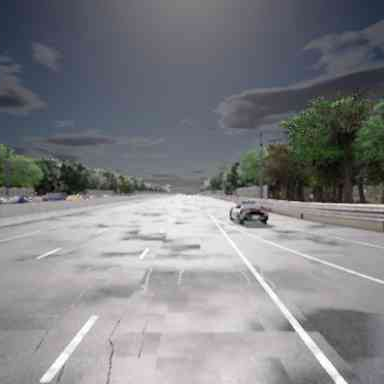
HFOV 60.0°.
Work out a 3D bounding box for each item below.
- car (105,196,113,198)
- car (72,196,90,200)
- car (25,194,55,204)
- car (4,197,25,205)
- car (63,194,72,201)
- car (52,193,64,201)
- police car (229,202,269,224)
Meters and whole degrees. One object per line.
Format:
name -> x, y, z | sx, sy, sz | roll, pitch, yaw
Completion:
car -> -17.451, 1.553, 69.742 | 1.812, 1.442, 4.674 | 0, 0, 0
car -> -17.512, 1.584, 54.515 | 1.994, 1.385, 4.181 | 0, 0, 1
car -> -24.510, 1.546, 53.711 | 1.812, 1.442, 4.674 | 0, 0, 1
car -> -28.008, 1.545, 53.153 | 1.812, 1.442, 4.674 | 0, 0, 1
car -> -24.451, 1.506, 69.071 | 1.882, 1.535, 5.008 | 0, 0, 0
car -> -27.951, 1.253, 68.566 | 2.150, 2.045, 5.566 | 0, 0, 0
police car -> 4.057, 1.509, 24.670 | 2.038, 1.542, 4.974 | 0, 0, -5
